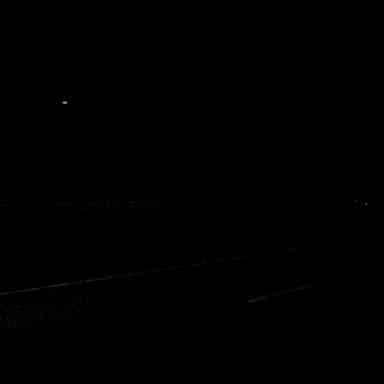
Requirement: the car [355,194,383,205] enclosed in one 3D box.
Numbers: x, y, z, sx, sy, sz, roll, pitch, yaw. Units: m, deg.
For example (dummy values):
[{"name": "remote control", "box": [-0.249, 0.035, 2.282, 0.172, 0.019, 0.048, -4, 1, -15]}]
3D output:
[{"name": "car", "box": [29.176, 1.424, 54.810, 5.566, 2.045, 2.150, 0, 0, -35]}]
